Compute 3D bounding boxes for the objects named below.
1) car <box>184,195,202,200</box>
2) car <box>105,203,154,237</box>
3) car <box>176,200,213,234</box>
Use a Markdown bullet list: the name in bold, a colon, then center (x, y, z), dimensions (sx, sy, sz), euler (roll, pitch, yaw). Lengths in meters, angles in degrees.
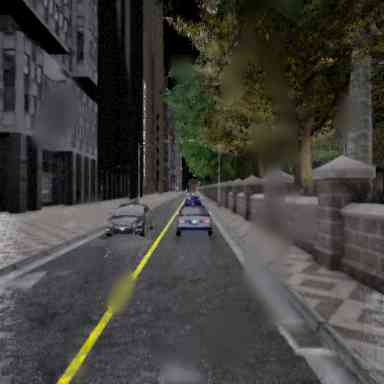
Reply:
- **car**: center (0.119, 1.122, 39.228), dimensions (1.882, 1.535, 5.008), euler (0, 1, 0)
- **car**: center (-3.069, 1.361, 17.123), dimensions (1.837, 1.490, 4.892), euler (0, 0, 0)
- **car**: center (0.113, 1.396, 17.926), dimensions (2.033, 1.411, 5.357), euler (0, 1, 0)
